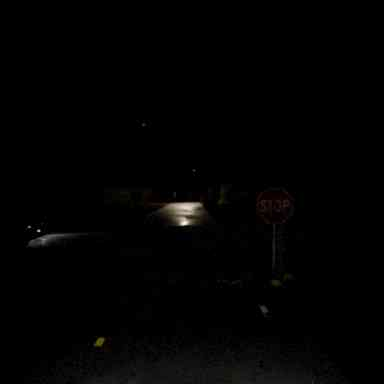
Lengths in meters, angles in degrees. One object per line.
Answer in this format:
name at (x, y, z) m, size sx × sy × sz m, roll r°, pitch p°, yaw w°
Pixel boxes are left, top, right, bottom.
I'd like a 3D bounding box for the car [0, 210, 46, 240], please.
car at (-10.518, 1.616, 17.078) m, size 5.357 × 1.411 × 2.033 m, roll 0°, pitch 2°, yaw 0°
